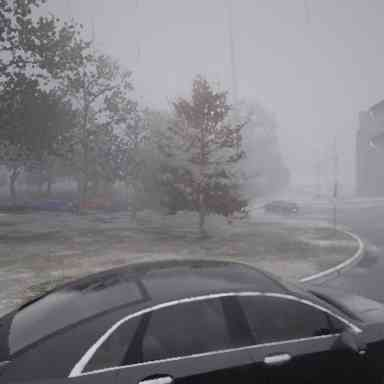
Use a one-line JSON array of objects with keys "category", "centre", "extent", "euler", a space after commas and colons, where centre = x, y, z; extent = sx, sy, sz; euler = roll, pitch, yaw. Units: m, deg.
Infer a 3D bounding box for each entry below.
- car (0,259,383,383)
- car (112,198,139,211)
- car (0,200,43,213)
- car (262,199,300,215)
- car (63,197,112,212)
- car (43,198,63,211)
[{"category": "car", "centre": [0.304, 1.503, 3.394], "extent": [4.892, 1.490, 1.837], "euler": [0, 1, -21]}, {"category": "car", "centre": [-8.958, 1.513, 40.770], "extent": [4.892, 1.490, 1.837], "euler": [0, 0, -1]}, {"category": "car", "centre": [-18.277, 1.513, 34.115], "extent": [4.718, 1.301, 1.895], "euler": [0, 0, -34]}, {"category": "car", "centre": [9.215, 1.524, 34.795], "extent": [1.837, 1.490, 4.892], "euler": [-1, 0, -20]}, {"category": "car", "centre": [-11.577, 1.384, 37.255], "extent": [4.553, 1.767, 2.097], "euler": [1, 0, -14]}, {"category": "car", "centre": [-16.574, 1.418, 38.812], "extent": [5.008, 1.535, 1.882], "euler": [1, 0, -26]}]
